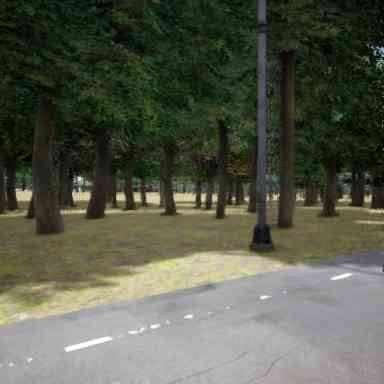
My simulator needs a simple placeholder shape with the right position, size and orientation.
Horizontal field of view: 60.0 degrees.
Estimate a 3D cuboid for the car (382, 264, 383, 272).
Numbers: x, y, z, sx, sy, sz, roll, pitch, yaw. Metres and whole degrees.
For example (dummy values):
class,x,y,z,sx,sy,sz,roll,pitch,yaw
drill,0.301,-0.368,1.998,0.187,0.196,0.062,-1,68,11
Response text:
class,x,y,z,sx,sy,sz,roll,pitch,yaw
car,6.965,1.571,8.952,4.181,1.385,1.994,0,0,-35
